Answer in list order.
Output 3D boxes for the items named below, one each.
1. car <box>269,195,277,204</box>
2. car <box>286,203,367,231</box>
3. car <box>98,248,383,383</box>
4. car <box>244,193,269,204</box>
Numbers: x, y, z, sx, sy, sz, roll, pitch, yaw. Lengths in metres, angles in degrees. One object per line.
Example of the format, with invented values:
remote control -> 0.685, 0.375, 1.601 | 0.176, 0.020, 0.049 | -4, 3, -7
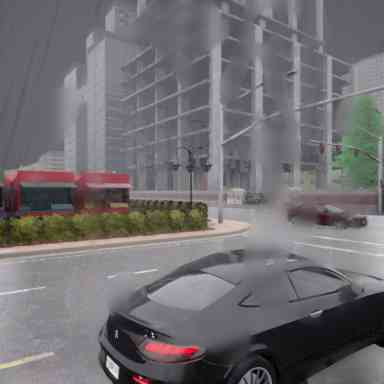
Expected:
car -> 13.210, 1.114, 59.359 | 1.905, 1.878, 3.866 | 0, 0, -36
car -> 8.283, 1.458, 20.873 | 1.882, 1.535, 5.008 | 0, 0, -36
car -> 1.105, 1.526, 4.573 | 4.674, 1.442, 1.812 | 0, 0, -35
car -> 10.822, 1.114, 57.643 | 1.905, 1.878, 3.866 | 0, 0, -36
